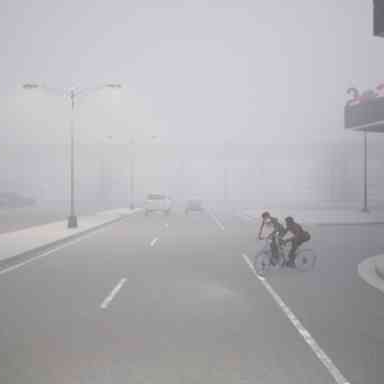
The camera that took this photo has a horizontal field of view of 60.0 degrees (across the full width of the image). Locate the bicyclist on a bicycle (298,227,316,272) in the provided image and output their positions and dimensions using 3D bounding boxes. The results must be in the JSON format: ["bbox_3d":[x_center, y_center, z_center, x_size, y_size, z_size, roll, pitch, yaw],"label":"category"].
[{"bbox_3d":[2.652,1.436,8.885,1.656,1.620,0.582,-1,14,-15],"label":"bicyclist on a bicycle"}]

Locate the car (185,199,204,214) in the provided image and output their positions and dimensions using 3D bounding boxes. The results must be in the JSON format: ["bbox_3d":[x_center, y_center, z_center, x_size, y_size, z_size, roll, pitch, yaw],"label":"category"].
[{"bbox_3d":[0.266,1.448,34.270,2.033,1.411,5.357,0,0,1],"label":"car"}]

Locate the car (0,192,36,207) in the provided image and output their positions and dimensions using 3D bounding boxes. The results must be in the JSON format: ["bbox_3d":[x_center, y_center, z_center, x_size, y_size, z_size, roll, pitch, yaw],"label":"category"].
[{"bbox_3d":[-24.592,1.086,46.026,5.566,2.045,2.150,0,0,1],"label":"car"}]

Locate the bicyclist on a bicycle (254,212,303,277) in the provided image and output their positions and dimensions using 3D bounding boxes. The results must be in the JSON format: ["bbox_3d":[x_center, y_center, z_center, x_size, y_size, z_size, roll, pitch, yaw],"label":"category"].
[{"bbox_3d":[2.120,1.321,8.866,1.656,1.620,0.582,-9,4,-42],"label":"bicyclist on a bicycle"}]

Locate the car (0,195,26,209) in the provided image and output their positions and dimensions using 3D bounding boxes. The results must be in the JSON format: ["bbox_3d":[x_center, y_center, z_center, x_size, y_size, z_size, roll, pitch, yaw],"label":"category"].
[{"bbox_3d":[-24.362,1.402,42.528,4.674,1.442,1.812,0,0,0],"label":"car"}]

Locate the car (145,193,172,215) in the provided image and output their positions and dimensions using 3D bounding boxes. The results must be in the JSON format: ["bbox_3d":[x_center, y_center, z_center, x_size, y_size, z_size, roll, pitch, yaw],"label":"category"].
[{"bbox_3d":[-3.252,1.128,32.536,2.150,2.045,5.566,0,0,0],"label":"car"}]
